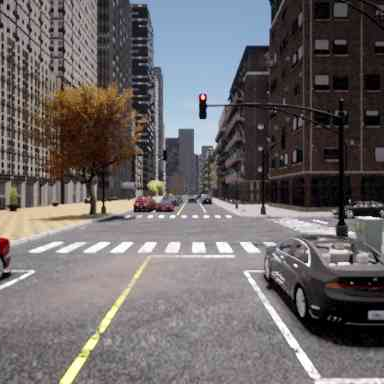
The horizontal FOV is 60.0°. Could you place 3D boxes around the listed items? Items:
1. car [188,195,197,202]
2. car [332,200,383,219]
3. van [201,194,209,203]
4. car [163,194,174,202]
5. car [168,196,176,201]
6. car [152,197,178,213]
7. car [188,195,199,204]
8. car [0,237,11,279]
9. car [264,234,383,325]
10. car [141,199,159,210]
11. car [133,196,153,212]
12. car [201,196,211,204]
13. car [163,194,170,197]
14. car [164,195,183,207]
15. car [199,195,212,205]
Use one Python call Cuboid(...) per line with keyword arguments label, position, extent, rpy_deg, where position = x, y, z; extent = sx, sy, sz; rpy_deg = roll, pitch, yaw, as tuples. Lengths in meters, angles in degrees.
Cuboid(label="car", position=(0.117, 1.511, 79.150), extent=(2.033, 1.411, 5.357), rpy_deg=(0, 0, 0))
Cuboid(label="car", position=(13.464, 1.366, 26.404), extent=(4.403, 1.369, 2.008), rpy_deg=(-1, 1, 0))
Cuboid(label="van", position=(2.796, 1.447, 72.540), extent=(1.690, 1.788, 3.998), rpy_deg=(0, 0, 0))
Cuboid(label="car", position=(-5.577, 1.433, 78.075), extent=(2.192, 1.841, 5.009), rpy_deg=(0, 0, 0))
Cuboid(label="car", position=(-5.552, 1.712, 94.644), extent=(2.008, 1.369, 4.403), rpy_deg=(0, 0, 0))
Cuboid(label="car", position=(-3.043, 1.607, 38.299), extent=(1.994, 1.385, 4.181), rpy_deg=(0, 0, 0))
Cuboid(label="car", position=(0.101, 1.589, 68.728), extent=(2.128, 1.511, 4.902), rpy_deg=(0, 0, 0))
Cuboid(label="car", position=(-5.682, 1.550, 7.027), extent=(1.887, 1.381, 4.507), rpy_deg=(0, 0, 0))
Cuboid(label="car", position=(2.698, 1.556, 7.014), extent=(2.008, 1.369, 4.403), rpy_deg=(0, 0, 0))
Cuboid(label="car", position=(-5.626, 1.620, 44.938), extent=(1.947, 1.339, 4.313), rpy_deg=(0, 0, 0))
Cuboid(label="car", position=(-5.634, 1.360, 39.415), extent=(2.192, 1.841, 5.009), rpy_deg=(0, 0, 0))
Cuboid(label="car", position=(2.788, 1.619, 67.186), extent=(1.752, 1.417, 4.829), rpy_deg=(0, 0, 0))
Cuboid(label="car", position=(-5.585, 1.671, 72.553), extent=(1.947, 1.339, 4.313), rpy_deg=(0, 0, 0))
Cuboid(label="car", position=(-3.011, 1.631, 53.632), extent=(1.994, 1.385, 4.181), rpy_deg=(0, 0, 0))
Cuboid(label="car", position=(2.780, 1.648, 61.494), extent=(1.947, 1.339, 4.313), rpy_deg=(0, 0, 0))
